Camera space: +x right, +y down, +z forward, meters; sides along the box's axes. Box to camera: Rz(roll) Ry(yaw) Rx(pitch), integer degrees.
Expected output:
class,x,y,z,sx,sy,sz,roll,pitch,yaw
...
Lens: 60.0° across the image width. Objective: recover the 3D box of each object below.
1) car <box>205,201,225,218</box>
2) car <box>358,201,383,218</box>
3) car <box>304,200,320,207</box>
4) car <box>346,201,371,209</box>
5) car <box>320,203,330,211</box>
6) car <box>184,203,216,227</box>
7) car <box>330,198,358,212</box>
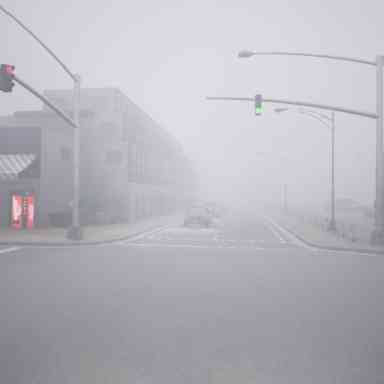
class,x,y,z,sx,sy,sz,roll,pitch,yaw
car,2.025,1.801,35.586,2.097,1.767,4.553,0,-1,9
car,19.511,1.721,32.433,5.027,1.636,2.152,0,-1,8
car,24.299,2.373,66.376,3.633,1.501,1.845,0,-1,8
car,31.198,2.392,62.332,3.806,1.475,1.970,0,-1,8
car,21.422,1.861,48.021,4.605,1.855,1.932,0,-1,8
car,0.555,1.849,25.775,1.812,1.442,4.674,0,-1,8
car,21.401,1.806,45.087,3.866,1.878,1.905,0,-1,8
